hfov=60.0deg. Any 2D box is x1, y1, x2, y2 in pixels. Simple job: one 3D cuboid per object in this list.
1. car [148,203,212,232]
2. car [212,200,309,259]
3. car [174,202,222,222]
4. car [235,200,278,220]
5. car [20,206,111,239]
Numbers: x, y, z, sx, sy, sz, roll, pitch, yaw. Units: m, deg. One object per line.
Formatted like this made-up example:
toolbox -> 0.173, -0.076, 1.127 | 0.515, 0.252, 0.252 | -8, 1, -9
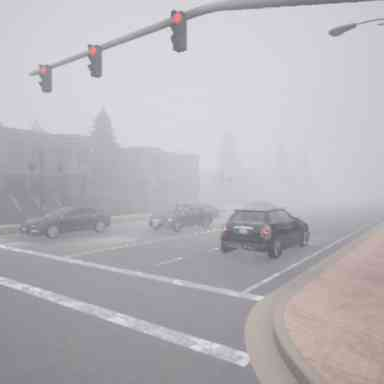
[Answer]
car -> -0.588, 1.511, 20.272 | 2.128, 1.511, 4.902 | 0, 0, 36
car -> 2.980, 1.361, 13.051 | 2.097, 1.767, 4.553 | 0, 0, 36
car -> 0.587, 1.588, 27.932 | 1.994, 1.385, 4.181 | 0, 0, 36
car -> 5.705, 1.526, 29.050 | 1.837, 1.490, 4.892 | 0, 0, 36
car -> -6.608, 1.529, 17.858 | 1.837, 1.490, 4.892 | 0, 0, 35
